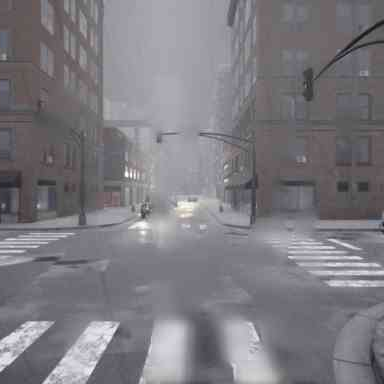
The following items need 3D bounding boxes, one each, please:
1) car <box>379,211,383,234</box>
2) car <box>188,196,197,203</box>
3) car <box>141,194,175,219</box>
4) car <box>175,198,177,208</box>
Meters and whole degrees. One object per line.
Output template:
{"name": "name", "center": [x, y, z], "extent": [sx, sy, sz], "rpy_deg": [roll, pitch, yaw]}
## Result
{"name": "car", "center": [11.041, 1.617, 14.610], "extent": [4.718, 1.301, 1.895], "rpy_deg": [0, 0, 2]}
{"name": "car", "center": [0.071, 1.519, 69.960], "extent": [2.128, 1.511, 4.902], "rpy_deg": [0, 0, 0]}
{"name": "car", "center": [-3.100, 1.236, 29.712], "extent": [2.150, 2.045, 5.566], "rpy_deg": [0, 0, 2]}
{"name": "car", "center": [-3.120, 1.545, 39.385], "extent": [1.812, 1.442, 4.674], "rpy_deg": [0, 0, 0]}
